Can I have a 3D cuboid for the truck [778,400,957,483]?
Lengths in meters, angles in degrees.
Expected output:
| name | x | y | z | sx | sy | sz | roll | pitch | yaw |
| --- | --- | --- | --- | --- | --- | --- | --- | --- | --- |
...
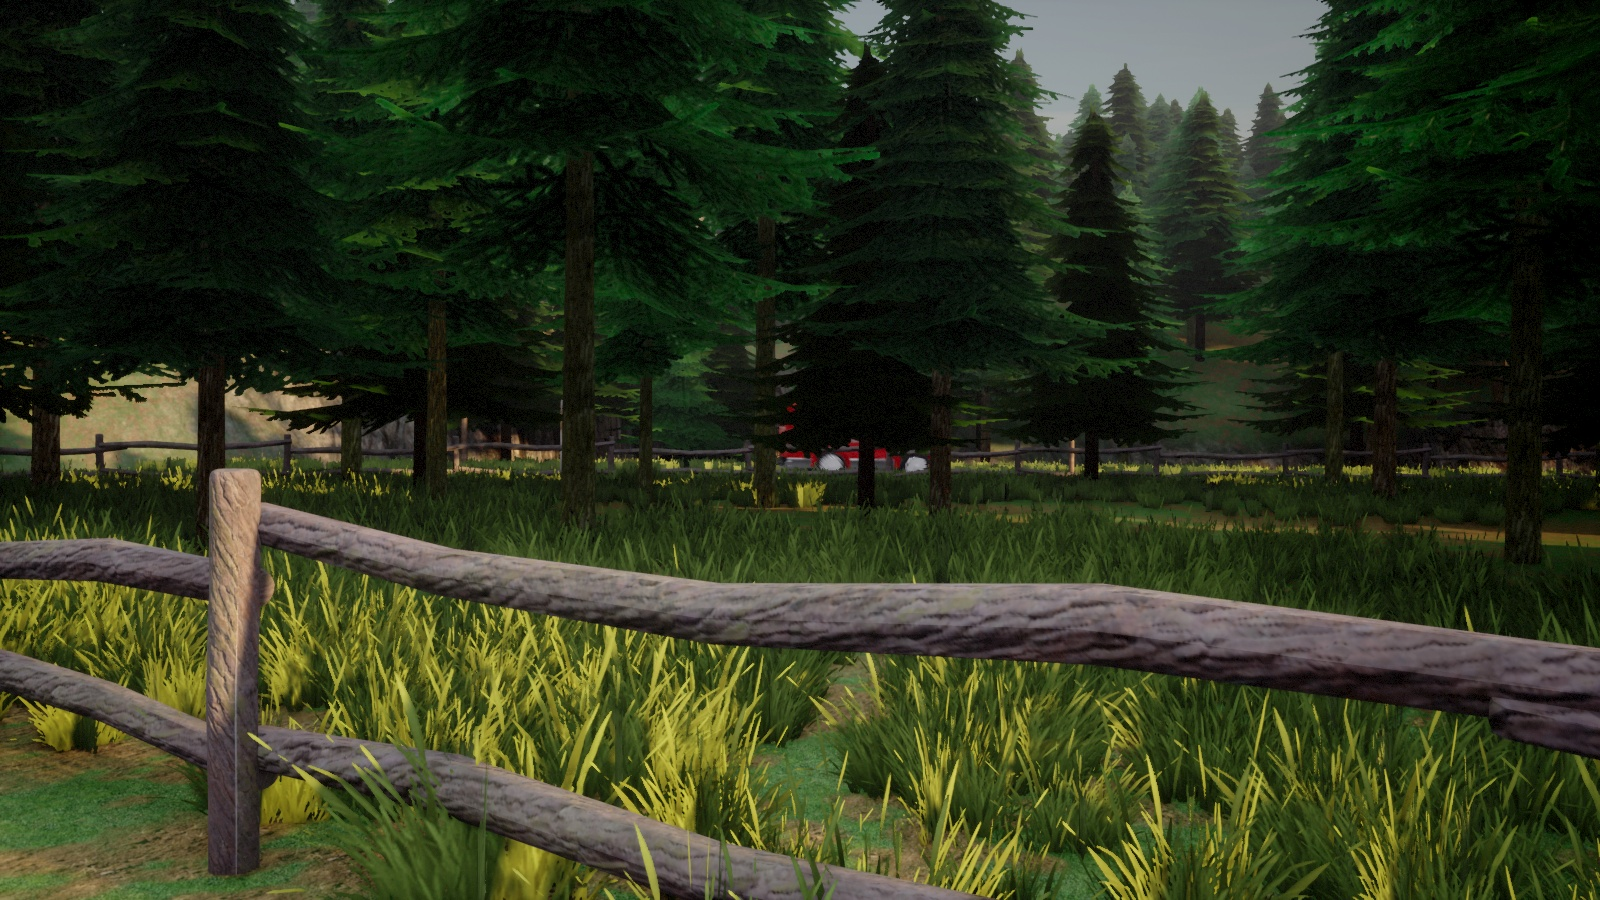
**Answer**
| name | x | y | z | sx | sy | sz | roll | pitch | yaw |
| --- | --- | --- | --- | --- | --- | --- | --- | --- | --- |
| truck | 2.063 | -0.286 | 39.431 | 5.204 | 2.467 | 2.627 | -1 | 1 | -7 |
